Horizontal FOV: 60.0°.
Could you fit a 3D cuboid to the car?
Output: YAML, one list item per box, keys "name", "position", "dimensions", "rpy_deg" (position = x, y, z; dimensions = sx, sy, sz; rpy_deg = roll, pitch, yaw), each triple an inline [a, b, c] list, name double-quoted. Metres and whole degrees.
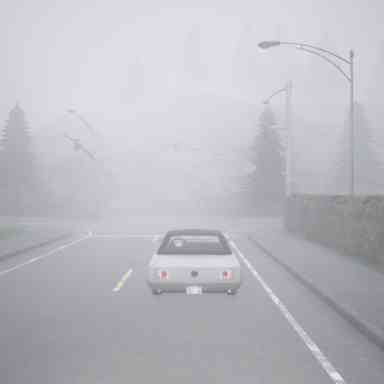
- name: "car"
  position: [0.064, 1.604, 8.628]
  dimensions: [1.895, 1.301, 4.718]
  rpy_deg: [0, 0, 0]
